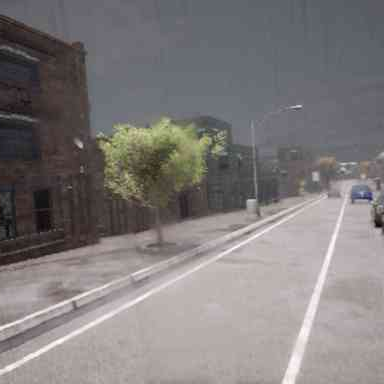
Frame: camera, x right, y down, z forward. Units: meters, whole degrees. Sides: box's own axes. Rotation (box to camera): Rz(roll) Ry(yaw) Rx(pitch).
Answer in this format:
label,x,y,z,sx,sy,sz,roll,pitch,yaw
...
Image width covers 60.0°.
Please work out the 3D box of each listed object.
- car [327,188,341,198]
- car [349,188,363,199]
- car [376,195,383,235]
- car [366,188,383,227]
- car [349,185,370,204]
label,x,y,z,sx,sy,sz,roll,pitch,yaw
car,22.943,0.213,53.694,1.837,1.490,4.892,-3,0,26
car,24.657,0.170,50.033,1.812,1.442,4.674,-3,0,25
car,8.495,1.096,12.901,1.801,1.575,5.366,-3,0,26
car,10.978,0.857,18.121,2.097,1.767,4.553,-3,0,26
car,19.308,0.197,37.999,2.150,2.045,5.566,-3,1,26
